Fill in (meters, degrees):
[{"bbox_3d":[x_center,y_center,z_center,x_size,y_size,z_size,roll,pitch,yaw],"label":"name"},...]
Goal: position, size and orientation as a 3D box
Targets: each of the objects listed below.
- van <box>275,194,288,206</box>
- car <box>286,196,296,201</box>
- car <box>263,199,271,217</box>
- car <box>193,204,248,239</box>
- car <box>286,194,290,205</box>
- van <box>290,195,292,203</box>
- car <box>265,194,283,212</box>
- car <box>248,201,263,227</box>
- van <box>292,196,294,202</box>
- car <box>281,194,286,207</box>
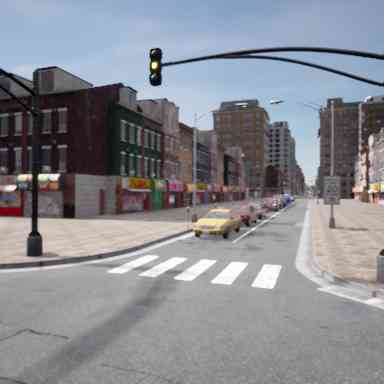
[{"bbox_3d":[14.685,1.303,54.448,1.690,1.788,3.998,1,0,20],"label":"van"},{"bbox_3d":[24.100,1.559,80.847,1.947,1.339,4.313,1,0,20],"label":"car"},{"bbox_3d":[5.266,1.536,28.051,1.802,1.307,4.206,1,0,20],"label":"car"},{"bbox_3d":[1.443,1.488,17.332,1.752,1.417,4.829,1,0,20],"label":"car"},{"bbox_3d":[12.802,1.273,49.168,2.192,1.841,5.009,1,0,20],"label":"car"},{"bbox_3d":[16.569,1.307,59.727,1.690,1.788,3.998,1,0,20],"label":"van"},{"bbox_3d":[9.034,1.394,38.610,1.967,1.590,4.097,1,0,20],"label":"car"},{"bbox_3d":[3.383,1.502,22.771,1.887,1.381,4.507,1,0,20],"label":"car"},{"bbox_3d":[18.452,1.312,65.007,1.690,1.788,3.998,1,0,20],"label":"van"},{"bbox_3d":[10.917,1.396,43.889,1.967,1.590,4.097,1,0,20],"label":"car"}]
